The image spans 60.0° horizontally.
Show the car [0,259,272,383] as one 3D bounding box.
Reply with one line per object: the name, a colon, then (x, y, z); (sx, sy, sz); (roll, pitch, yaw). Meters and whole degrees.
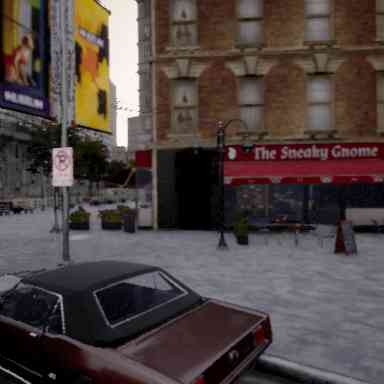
car: (-1.523, 1.610, 4.378); (4.718, 1.301, 1.895); (-1, 0, 34)
